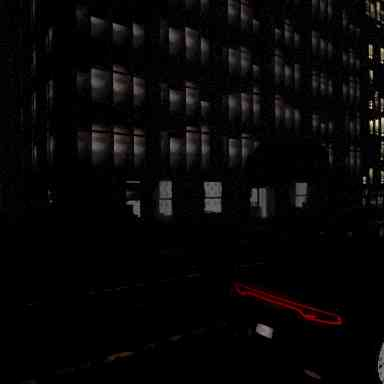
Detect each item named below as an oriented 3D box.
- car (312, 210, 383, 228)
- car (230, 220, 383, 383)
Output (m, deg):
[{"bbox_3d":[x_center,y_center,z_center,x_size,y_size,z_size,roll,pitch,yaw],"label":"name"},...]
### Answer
[{"bbox_3d":[7.474,1.542,15.764,4.507,1.381,1.887,0,-1,-35],"label":"car"},{"bbox_3d":[2.866,1.476,5.358,5.008,1.535,1.882,0,0,-35],"label":"car"}]
